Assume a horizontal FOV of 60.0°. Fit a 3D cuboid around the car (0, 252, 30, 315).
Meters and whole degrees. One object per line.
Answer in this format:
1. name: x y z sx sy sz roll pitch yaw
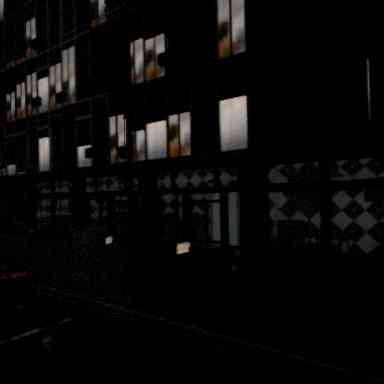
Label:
1. car: -5.043 1.626 6.642 4.507 1.381 1.887 -1 -1 35
